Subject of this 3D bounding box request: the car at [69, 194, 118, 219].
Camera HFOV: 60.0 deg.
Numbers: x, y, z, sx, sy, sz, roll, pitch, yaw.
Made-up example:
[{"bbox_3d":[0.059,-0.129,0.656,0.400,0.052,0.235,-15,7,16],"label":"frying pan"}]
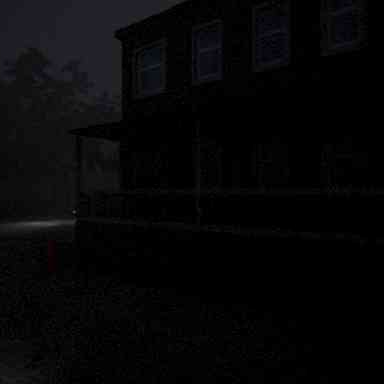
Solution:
[{"bbox_3d":[-7.722,1.233,28.508,2.150,2.045,5.566,0,0,35],"label":"car"}]
